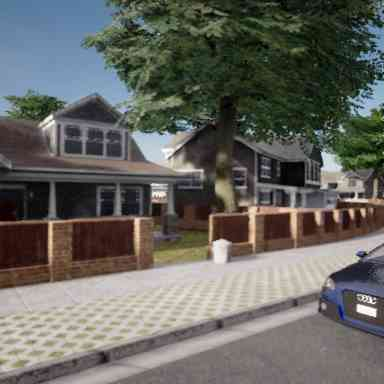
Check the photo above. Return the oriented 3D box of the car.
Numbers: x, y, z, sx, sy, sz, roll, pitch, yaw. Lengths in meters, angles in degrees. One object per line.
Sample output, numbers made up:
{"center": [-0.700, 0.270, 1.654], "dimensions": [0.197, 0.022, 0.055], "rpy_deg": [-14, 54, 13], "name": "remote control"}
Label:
{"center": [4.248, 1.641, 6.250], "dimensions": [4.181, 1.385, 1.994], "rpy_deg": [1, 0, -37], "name": "car"}
